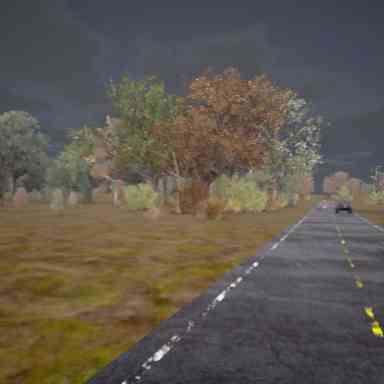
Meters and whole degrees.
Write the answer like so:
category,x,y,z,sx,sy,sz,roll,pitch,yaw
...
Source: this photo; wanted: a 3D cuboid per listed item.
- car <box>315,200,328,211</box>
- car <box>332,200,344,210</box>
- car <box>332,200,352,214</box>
category,x,y,z,sx,sy,sz,roll,pitch,yaw
car,23.326,2.451,59.878,2.097,1.767,4.553,1,-1,22
car,29.672,2.634,67.569,2.097,1.767,4.553,1,-1,22
car,22.595,2.186,49.668,2.150,2.045,5.566,1,-1,21
